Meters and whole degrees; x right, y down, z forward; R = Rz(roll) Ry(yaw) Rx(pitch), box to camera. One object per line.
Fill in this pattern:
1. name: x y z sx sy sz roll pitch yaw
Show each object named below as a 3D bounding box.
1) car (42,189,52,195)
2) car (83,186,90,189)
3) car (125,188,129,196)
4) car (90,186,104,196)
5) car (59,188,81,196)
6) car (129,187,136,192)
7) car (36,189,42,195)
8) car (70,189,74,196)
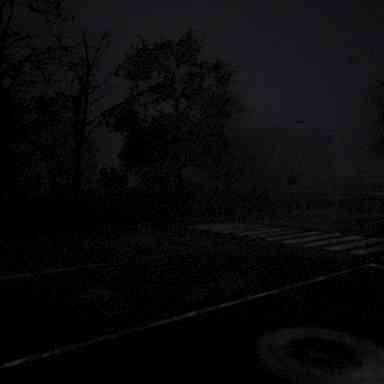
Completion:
1. car: -32.216 -0.020 78.724 1.946 1.575 5.366 0 3 19
2. car: -20.468 0.089 69.698 2.163 1.488 4.792 -1 3 17
3. car: -10.990 -0.176 62.515 2.185 1.767 4.553 -2 2 16
4. car: -18.098 -0.080 67.941 2.185 1.767 4.553 -1 2 17
5. car: -27.501 0.028 75.209 2.097 1.535 5.008 0 3 18
6. car: -8.597 -0.354 60.801 2.435 2.045 5.566 -2 2 16
7. car: -34.468 -0.057 80.767 2.097 1.535 5.008 0 3 19
8. car: -22.831 -0.191 71.504 2.435 2.045 5.566 -1 3 18
